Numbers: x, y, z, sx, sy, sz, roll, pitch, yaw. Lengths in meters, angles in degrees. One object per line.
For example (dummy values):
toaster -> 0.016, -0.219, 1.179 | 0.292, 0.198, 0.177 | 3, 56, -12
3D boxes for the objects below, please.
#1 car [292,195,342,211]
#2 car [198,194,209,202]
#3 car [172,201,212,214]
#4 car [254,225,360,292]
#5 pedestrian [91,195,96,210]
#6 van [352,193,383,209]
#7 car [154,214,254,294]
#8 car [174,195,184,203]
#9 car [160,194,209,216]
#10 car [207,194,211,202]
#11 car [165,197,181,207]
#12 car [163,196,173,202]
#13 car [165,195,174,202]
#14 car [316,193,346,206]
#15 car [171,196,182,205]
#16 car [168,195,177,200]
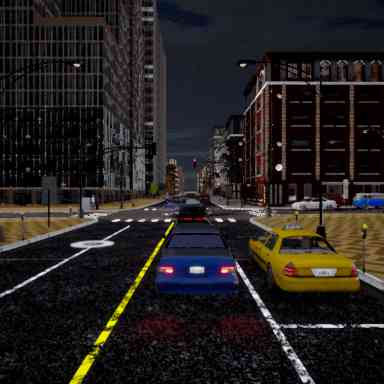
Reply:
car -> 13.393, 1.335, 36.484 | 4.674, 1.442, 1.812 | -1, 0, -1
car -> 2.573, 1.320, 74.597 | 2.192, 1.841, 5.009 | 0, 0, 0
car -> 0.086, 1.505, 18.654 | 1.837, 1.490, 4.892 | 0, 0, 0
car -> 2.565, 1.525, 8.764 | 1.752, 1.417, 4.829 | 0, 0, 0
pedestrian -> -12.343, 1.270, 41.603 | 0.375, 1.860, 0.375 | 0, 1, -1
van -> 20.974, 1.050, 39.012 | 3.998, 1.788, 1.690 | -1, 1, -1
car -> 0.098, 1.547, 8.913 | 2.033, 1.411, 5.357 | 0, 0, 0
car -> -2.741, 1.482, 71.367 | 1.882, 1.535, 5.008 | 0, 0, 0
car -> -0.864, 1.356, 30.579 | 2.097, 1.767, 4.553 | 0, 0, 37
car -> 2.571, 1.318, 63.411 | 2.192, 1.841, 5.009 | 0, 0, 0
car -> -2.837, 1.494, 51.254 | 2.128, 1.511, 4.902 | 0, 0, 0
car -> -5.307, 1.556, 74.597 | 2.008, 1.369, 4.403 | 0, 0, 0
car -> -5.307, 1.550, 80.190 | 1.887, 1.381, 4.507 | 0, 0, 0
car -> 15.318, 1.095, 38.953 | 5.009, 1.841, 2.192 | -1, 1, -1
car -> -2.810, 1.529, 60.881 | 1.812, 1.442, 4.674 | 0, 0, 0
car -> -5.305, 1.558, 91.376 | 2.008, 1.369, 4.403 | 0, 0, 0
